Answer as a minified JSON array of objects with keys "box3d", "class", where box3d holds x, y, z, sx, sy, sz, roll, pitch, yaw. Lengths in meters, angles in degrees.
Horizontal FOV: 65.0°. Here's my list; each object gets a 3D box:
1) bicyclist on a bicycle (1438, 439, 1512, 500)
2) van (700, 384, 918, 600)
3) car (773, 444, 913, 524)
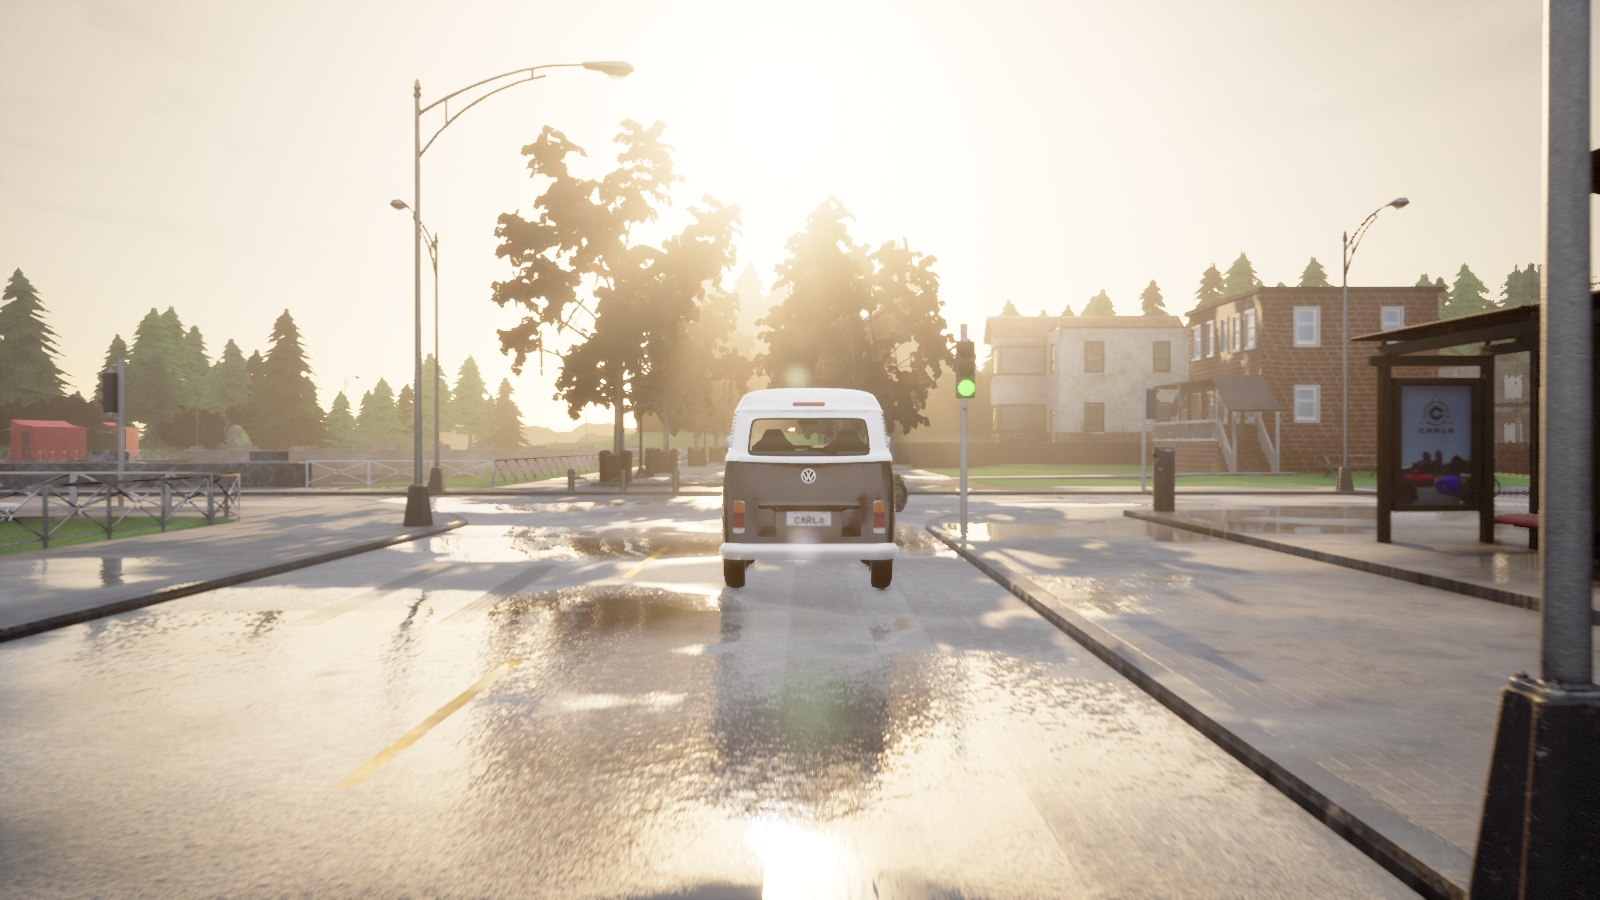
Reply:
[{"box3d":[17.995,0.509,33.515,1.509,1.612,0.866,0,0,0],"class":"bicyclist on a bicycle"},{"box3d":[0.097,0.389,14.126,2.069,2.038,4.480,0,0,0],"class":"van"},{"box3d":[0.965,0.617,25.549,1.816,1.474,4.193,0,0,17],"class":"car"}]
